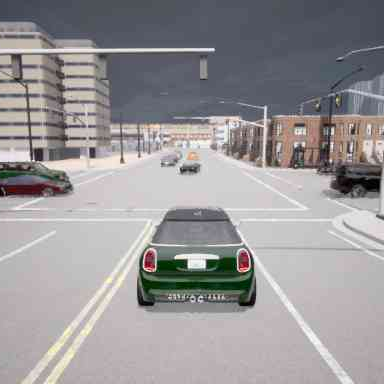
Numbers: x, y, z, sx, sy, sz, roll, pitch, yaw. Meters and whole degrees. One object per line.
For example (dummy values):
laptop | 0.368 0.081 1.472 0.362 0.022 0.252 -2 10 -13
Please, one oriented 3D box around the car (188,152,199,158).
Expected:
car | 0.240 -7.313 66.682 2.097 1.767 4.553 0 8 0

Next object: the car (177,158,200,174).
car | -0.145 -2.857 38.492 1.895 1.301 4.718 1 9 8

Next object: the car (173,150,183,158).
car | -3.336 -8.927 77.528 2.097 1.767 4.553 0 8 0

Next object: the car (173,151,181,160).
car | -3.457 -5.917 58.183 1.882 1.535 5.008 0 9 0

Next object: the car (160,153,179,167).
car | -3.510 -4.511 48.846 2.128 1.511 4.902 0 8 1

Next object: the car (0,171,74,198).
car | -10.704 -0.423 21.839 5.357 1.411 2.033 0 8 0

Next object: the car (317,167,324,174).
car | 16.396 -2.507 35.746 5.357 1.411 2.033 0 8 0

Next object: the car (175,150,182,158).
car | -3.369 -7.255 67.478 1.812 1.442 4.674 0 8 1

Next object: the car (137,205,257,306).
car | 0.092 1.076 7.648 2.097 1.767 4.553 0 4 0

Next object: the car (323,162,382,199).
car | 11.922 -0.736 21.672 5.566 2.045 2.150 0 8 0

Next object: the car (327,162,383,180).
car | 16.050 -2.059 32.268 5.008 1.535 1.882 0 8 0

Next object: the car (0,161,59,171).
car | -12.352 -1.263 25.263 5.566 2.045 2.150 0 8 0
